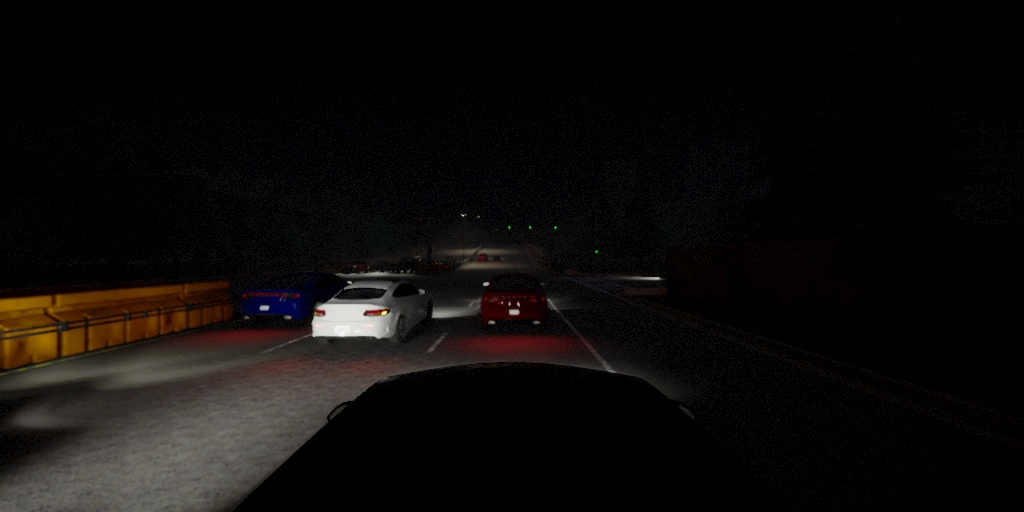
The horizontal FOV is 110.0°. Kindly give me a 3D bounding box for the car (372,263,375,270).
[{"bbox_3d":[-21.177,1.673,57.413,1.812,1.442,4.674,0,0,0],"label":"car"}]

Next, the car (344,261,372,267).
[{"bbox_3d":[-21.176,1.435,48.435,2.097,1.767,4.553,0,0,0],"label":"car"}]

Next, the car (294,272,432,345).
[{"bbox_3d":[-3.445,1.332,9.575,1.812,1.442,4.674,0,0,0],"label":"car"}]

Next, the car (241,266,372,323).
[{"bbox_3d":[-6.935,1.305,12.527,1.882,1.535,5.008,0,0,0],"label":"car"}]

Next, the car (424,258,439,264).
[{"bbox_3d":[-14.181,1.384,59.543,2.150,2.045,5.566,0,0,0],"label":"car"}]

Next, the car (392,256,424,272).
[{"bbox_3d":[-14.176,1.310,49.174,2.150,2.045,5.566,0,0,0],"label":"car"}]

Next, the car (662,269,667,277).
[{"bbox_3d":[17.288,1.557,35.907,4.181,1.385,1.994,0,0,0],"label":"car"}]

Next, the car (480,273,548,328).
[{"bbox_3d":[0.065,1.299,11.708,1.882,1.535,5.008,0,0,0],"label":"car"}]

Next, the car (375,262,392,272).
[{"bbox_3d":[-17.686,1.604,52.520,2.128,1.511,4.902,0,0,0],"label":"car"}]
